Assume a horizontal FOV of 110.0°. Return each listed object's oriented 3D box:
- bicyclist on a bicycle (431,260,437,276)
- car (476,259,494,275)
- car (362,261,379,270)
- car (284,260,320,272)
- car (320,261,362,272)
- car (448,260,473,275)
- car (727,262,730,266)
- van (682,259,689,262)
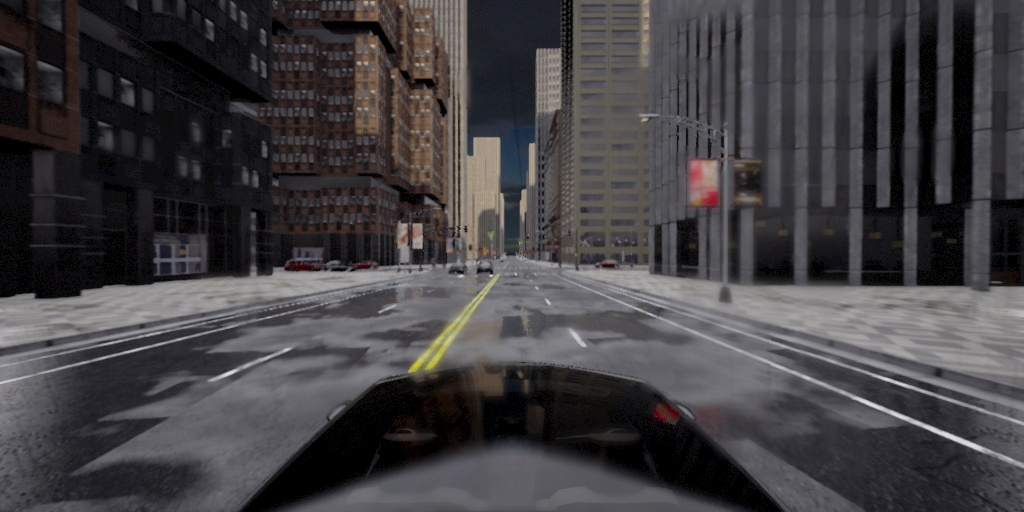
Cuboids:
[{"bbox_3d":[-8.737,1.309,40.028,0.659,1.776,1.843,0,0,0],"label":"bicyclist on a bicycle"},{"bbox_3d":[-3.237,1.437,43.814,1.882,1.535,5.008,0,0,0],"label":"car"},{"bbox_3d":[-24.710,1.485,60.407,4.097,1.591,1.967,0,0,0],"label":"car"},{"bbox_3d":[-30.136,1.463,51.880,5.009,1.841,2.192,0,0,0],"label":"car"},{"bbox_3d":[-24.710,1.695,51.882,4.313,1.339,1.948,0,0,0],"label":"car"},{"bbox_3d":[-6.485,1.510,43.996,2.033,1.411,5.357,0,0,0],"label":"car"},{"bbox_3d":[32.976,1.594,54.899,4.207,1.307,1.802,0,0,0],"label":"car"},{"bbox_3d":[27.535,1.360,54.931,3.998,1.789,1.690,0,0,0],"label":"van"}]
